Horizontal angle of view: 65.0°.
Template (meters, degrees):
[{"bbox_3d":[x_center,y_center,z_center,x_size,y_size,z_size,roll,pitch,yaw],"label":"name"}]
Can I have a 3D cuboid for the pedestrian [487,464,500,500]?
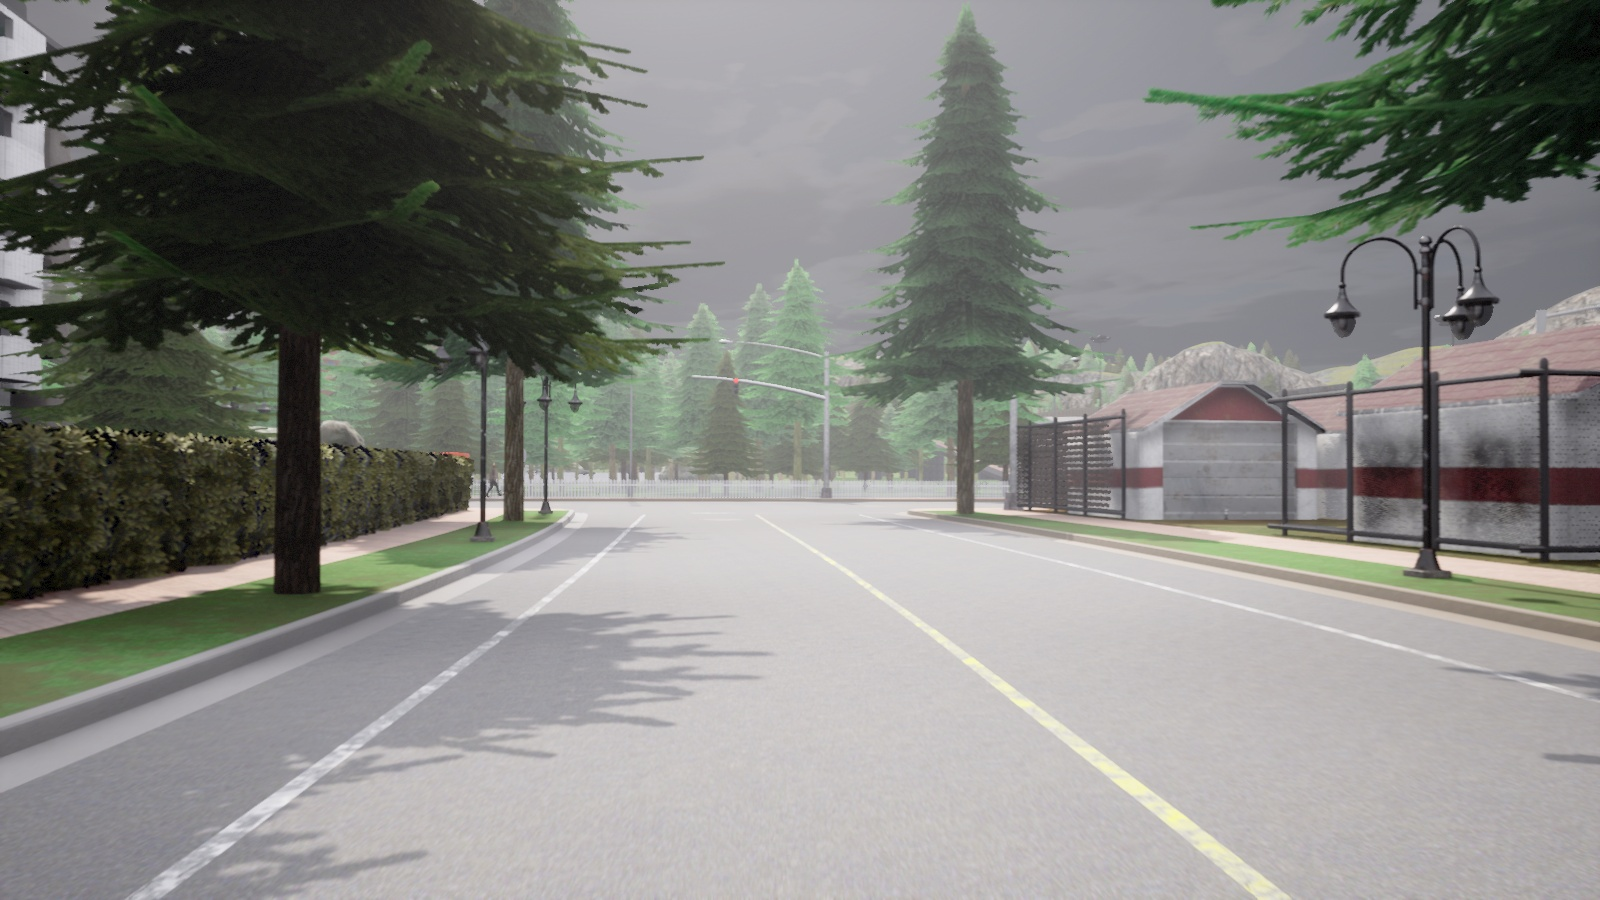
[{"bbox_3d":[-15.857,1.665,64.934,0.634,1.846,0.331,0,-1,-7],"label":"pedestrian"}]
